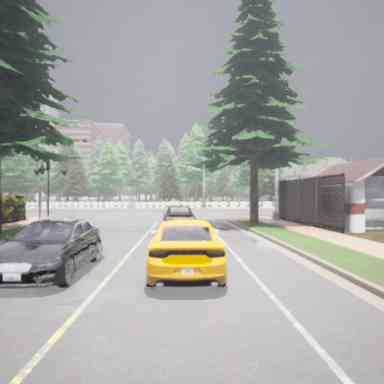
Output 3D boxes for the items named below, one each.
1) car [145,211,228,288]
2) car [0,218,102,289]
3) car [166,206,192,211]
[{"bbox_3d":[-0.188,1.517,9.387,1.882,1.535,5.008,0,0,-2],"label":"car"},{"bbox_3d":[-3.870,1.531,9.404,2.128,1.511,4.902,0,0,-3],"label":"car"},{"bbox_3d":[-0.795,1.575,19.699,2.128,1.511,4.902,0,0,-4],"label":"car"}]
